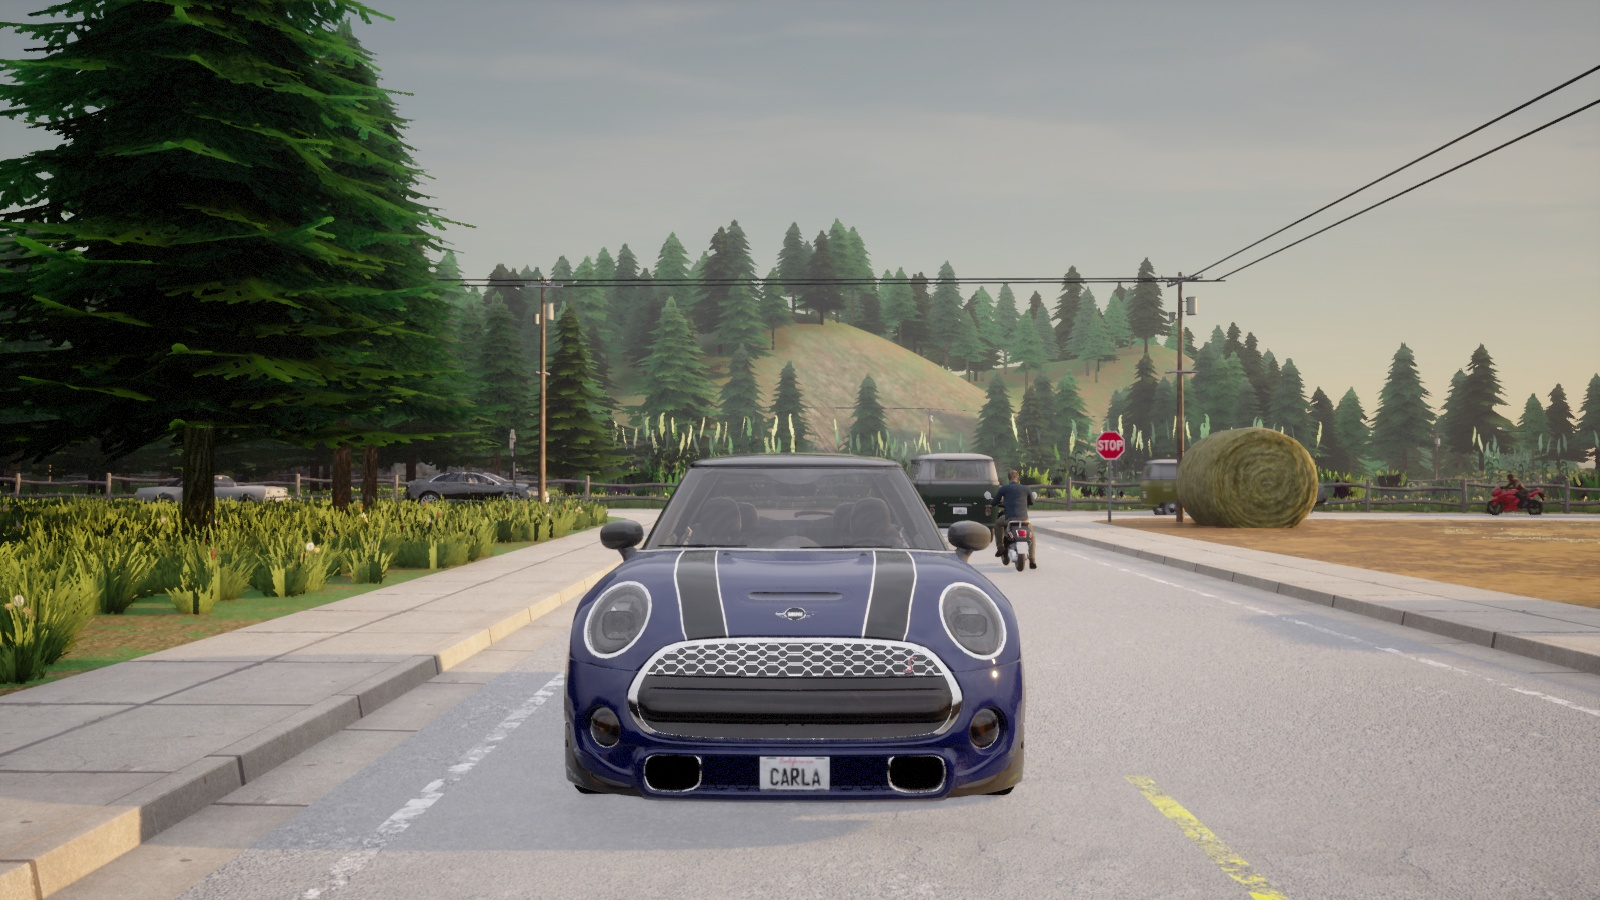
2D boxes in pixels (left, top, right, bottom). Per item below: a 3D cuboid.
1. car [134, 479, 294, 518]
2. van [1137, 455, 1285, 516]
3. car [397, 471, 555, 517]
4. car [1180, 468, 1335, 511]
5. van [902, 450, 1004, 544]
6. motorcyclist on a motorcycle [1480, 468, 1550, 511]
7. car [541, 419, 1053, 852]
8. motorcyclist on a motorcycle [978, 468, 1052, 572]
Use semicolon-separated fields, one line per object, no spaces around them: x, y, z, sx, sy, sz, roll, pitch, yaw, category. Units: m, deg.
-20.475;1.699;44.022;4.718;1.301;1.895;0;-1;1;car
13.843;1.189;42.487;4.442;1.987;1.775;0;-1;3;van
-11.184;1.512;43.634;4.902;1.511;2.128;0;-1;3;car
16.635;1.438;45.859;4.902;1.511;2.128;0;-1;3;car
3.424;1.038;28.899;1.775;1.987;4.442;0;-1;0;van
25.845;1.419;45.435;2.044;1.523;0.797;-1;-1;3;motorcyclist on a motorcycle
-0.021;0.798;7.441;2.097;1.767;4.553;0;-1;0;car
3.447;1.093;20.245;0.866;1.590;1.817;0;-1;0;motorcyclist on a motorcycle
